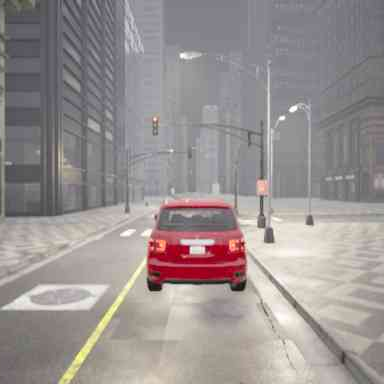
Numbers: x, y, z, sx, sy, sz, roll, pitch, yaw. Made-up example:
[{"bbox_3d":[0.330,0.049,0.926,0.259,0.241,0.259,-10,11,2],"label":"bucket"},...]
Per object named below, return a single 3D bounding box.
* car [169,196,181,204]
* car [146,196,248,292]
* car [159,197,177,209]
[{"bbox_3d":[-3.077,1.405,60.193,1.994,1.385,4.181,0,0,0],"label":"car"},{"bbox_3d":[0.099,1.196,9.030,2.150,2.045,5.566,0,0,0],"label":"car"},{"bbox_3d":[-3.103,1.428,44.009,2.033,1.411,5.357,0,0,0],"label":"car"}]
